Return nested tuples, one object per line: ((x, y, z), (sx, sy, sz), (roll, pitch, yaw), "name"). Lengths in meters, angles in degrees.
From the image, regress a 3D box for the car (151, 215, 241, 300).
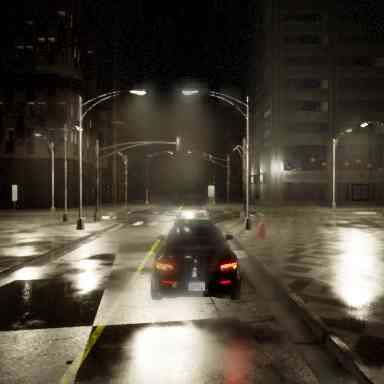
((0.083, 1.523, 8.236), (1.812, 1.442, 4.674), (0, 0, 0), "car")

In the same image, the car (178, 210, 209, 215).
((0.071, 1.593, 17.260), (1.895, 1.301, 4.718), (0, 0, 0), "car")
